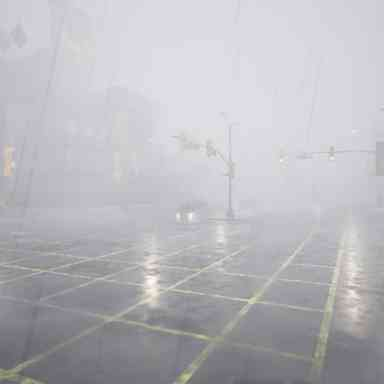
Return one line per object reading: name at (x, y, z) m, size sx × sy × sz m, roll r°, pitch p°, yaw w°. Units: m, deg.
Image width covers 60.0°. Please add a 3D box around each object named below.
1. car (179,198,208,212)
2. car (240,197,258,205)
car at (0.261, 1.478, 39.541) m, size 1.882 × 1.535 × 5.008 m, roll 0°, pitch 0°, yaw 27°
car at (10.370, 1.601, 60.594) m, size 1.895 × 1.301 × 4.718 m, roll 0°, pitch 0°, yaw 31°
